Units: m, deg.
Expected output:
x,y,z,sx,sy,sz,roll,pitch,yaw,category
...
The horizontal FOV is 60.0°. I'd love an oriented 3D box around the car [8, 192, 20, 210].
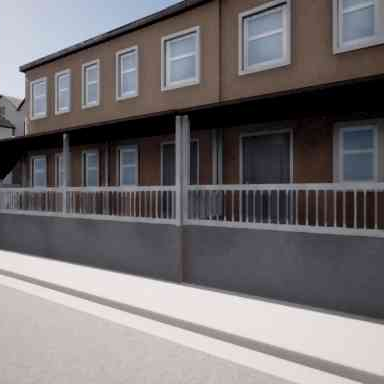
x,y,z,sx,sy,sz,roll,pitch,yaw,category
-15.132,0.850,28.667,2.033,1.411,5.357,0,16,34,car
